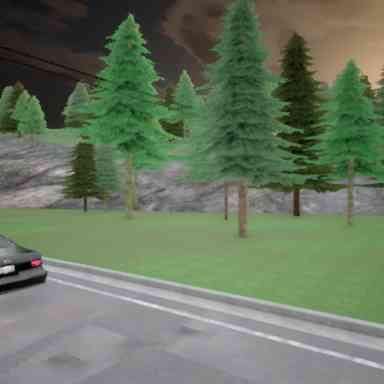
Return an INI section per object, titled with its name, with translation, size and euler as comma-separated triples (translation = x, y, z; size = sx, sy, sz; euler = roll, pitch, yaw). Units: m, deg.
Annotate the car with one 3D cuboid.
[car]
translation = -5.660, 1.551, 7.864
size = 5.357, 1.411, 2.033
euler = 0, 0, 34
